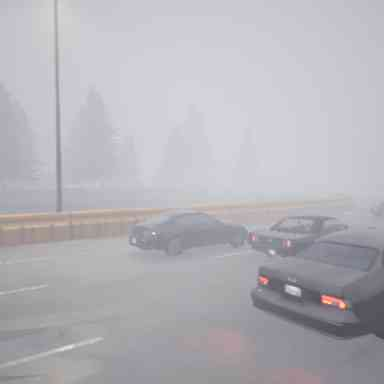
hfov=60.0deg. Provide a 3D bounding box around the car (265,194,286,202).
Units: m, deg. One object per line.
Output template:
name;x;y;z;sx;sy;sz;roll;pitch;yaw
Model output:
car;12.014;0.921;44.087;4.181;1.385;1.994;-1;1;-43

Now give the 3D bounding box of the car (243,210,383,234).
car;4.156;1.425;10.988;4.718;1.301;1.895;-1;1;-35

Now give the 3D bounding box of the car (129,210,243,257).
car;-0.018;1.396;12.339;4.674;1.442;1.812;-1;1;-35

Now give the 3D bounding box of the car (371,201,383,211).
car;14.212;1.154;22.756;4.718;1.301;1.895;-1;1;-38

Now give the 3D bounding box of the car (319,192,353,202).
car;17.443;0.804;39.572;5.008;1.535;1.882;-1;1;-43

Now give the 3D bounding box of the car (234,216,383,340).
car;3.528;1.431;6.275;5.357;1.411;2.033;-1;1;-35

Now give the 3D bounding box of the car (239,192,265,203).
car;8.523;0.742;45.643;4.553;1.767;2.097;-2;1;-42

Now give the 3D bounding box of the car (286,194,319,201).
car;14.059;0.960;41.189;4.718;1.301;1.895;-1;1;-42
